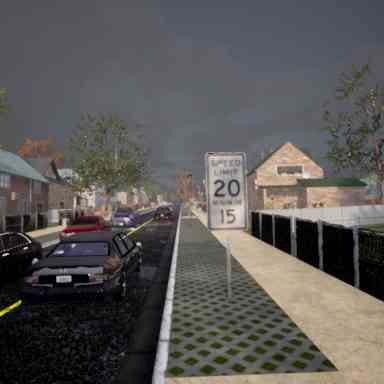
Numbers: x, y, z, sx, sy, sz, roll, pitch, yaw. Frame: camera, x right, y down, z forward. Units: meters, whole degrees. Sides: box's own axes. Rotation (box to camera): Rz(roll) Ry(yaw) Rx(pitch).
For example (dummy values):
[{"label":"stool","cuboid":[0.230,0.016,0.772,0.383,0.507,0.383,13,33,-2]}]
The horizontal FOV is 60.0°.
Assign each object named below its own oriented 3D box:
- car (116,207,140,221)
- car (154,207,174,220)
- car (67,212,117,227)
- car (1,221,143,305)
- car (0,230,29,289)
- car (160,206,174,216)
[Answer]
[{"label":"car","cuboid":[-5.943,2.155,29.789,2.097,1.767,4.553,-1,-1,-2]},{"label":"car","cuboid":[-3.332,2.452,38.915,1.882,1.535,5.008,-1,-1,-1]},{"label":"car","cuboid":[-5.595,2.022,18.004,1.812,1.442,4.674,-1,-1,-2]},{"label":"car","cuboid":[-2.467,1.736,8.713,2.033,1.411,5.357,-1,-1,-2]},{"label":"car","cuboid":[-5.335,1.740,8.031,1.837,1.490,4.892,-1,-1,-1]},{"label":"car","cuboid":[-3.684,2.841,49.354,1.895,1.301,4.718,-1,-1,-2]}]
